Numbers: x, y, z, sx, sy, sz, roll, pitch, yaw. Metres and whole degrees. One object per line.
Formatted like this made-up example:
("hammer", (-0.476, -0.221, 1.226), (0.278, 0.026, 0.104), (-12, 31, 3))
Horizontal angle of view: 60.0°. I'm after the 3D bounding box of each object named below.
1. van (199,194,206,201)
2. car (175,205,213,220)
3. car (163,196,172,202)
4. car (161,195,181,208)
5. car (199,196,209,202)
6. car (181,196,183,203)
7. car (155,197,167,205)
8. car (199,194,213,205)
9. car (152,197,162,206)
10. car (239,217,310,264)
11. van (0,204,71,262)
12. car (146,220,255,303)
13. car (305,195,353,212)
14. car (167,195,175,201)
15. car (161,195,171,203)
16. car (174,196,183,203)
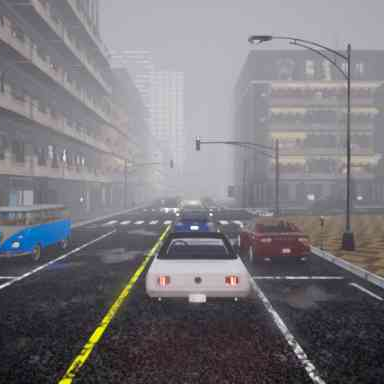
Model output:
("van", (2.789, 1.397, 88.363), (1.690, 1.788, 3.998), (-1, 0, 0))
("car", (0.118, 1.565, 16.872), (1.994, 1.385, 4.181), (0, 0, 0))
("car", (-5.603, 1.624, 77.323), (1.802, 1.307, 4.206), (-1, 0, 0))
("car", (-3.033, 1.579, 49.543), (1.994, 1.385, 4.181), (0, 0, 0))
("car", (2.778, 1.593, 77.307), (2.008, 1.369, 4.403), (-1, 0, 0))
("car", (-2.998, 1.572, 60.051), (2.033, 1.411, 5.357), (0, 0, 1))
("car", (-5.623, 1.591, 60.739), (1.947, 1.339, 4.313), (0, 0, 0))
("car", (2.756, 1.465, 60.724), (1.967, 1.590, 4.097), (-1, 0, 0))
("car", (-5.630, 1.571, 55.212), (2.008, 1.369, 4.403), (0, 0, 0))
("car", (2.696, 1.545, 11.725), (1.887, 1.381, 4.507), (0, 0, 0))
("van", (-5.686, 1.341, 11.736), (1.690, 1.788, 3.998), (0, 0, 0))
("car", (0.110, 1.601, 8.134), (1.895, 1.301, 4.718), (0, 0, 0))
("car", (14.193, 1.097, 34.677), (4.553, 1.767, 2.097), (-1, 0, 2))
("car", (-5.590, 1.581, 88.209), (1.752, 1.417, 4.829), (-1, 0, 0))
("car", (-5.611, 1.476, 71.795), (1.967, 1.590, 4.097), (-1, 0, 0))
("car", (-2.914, 1.537, 72.532), (1.837, 1.490, 4.892), (0, 0, 0))
